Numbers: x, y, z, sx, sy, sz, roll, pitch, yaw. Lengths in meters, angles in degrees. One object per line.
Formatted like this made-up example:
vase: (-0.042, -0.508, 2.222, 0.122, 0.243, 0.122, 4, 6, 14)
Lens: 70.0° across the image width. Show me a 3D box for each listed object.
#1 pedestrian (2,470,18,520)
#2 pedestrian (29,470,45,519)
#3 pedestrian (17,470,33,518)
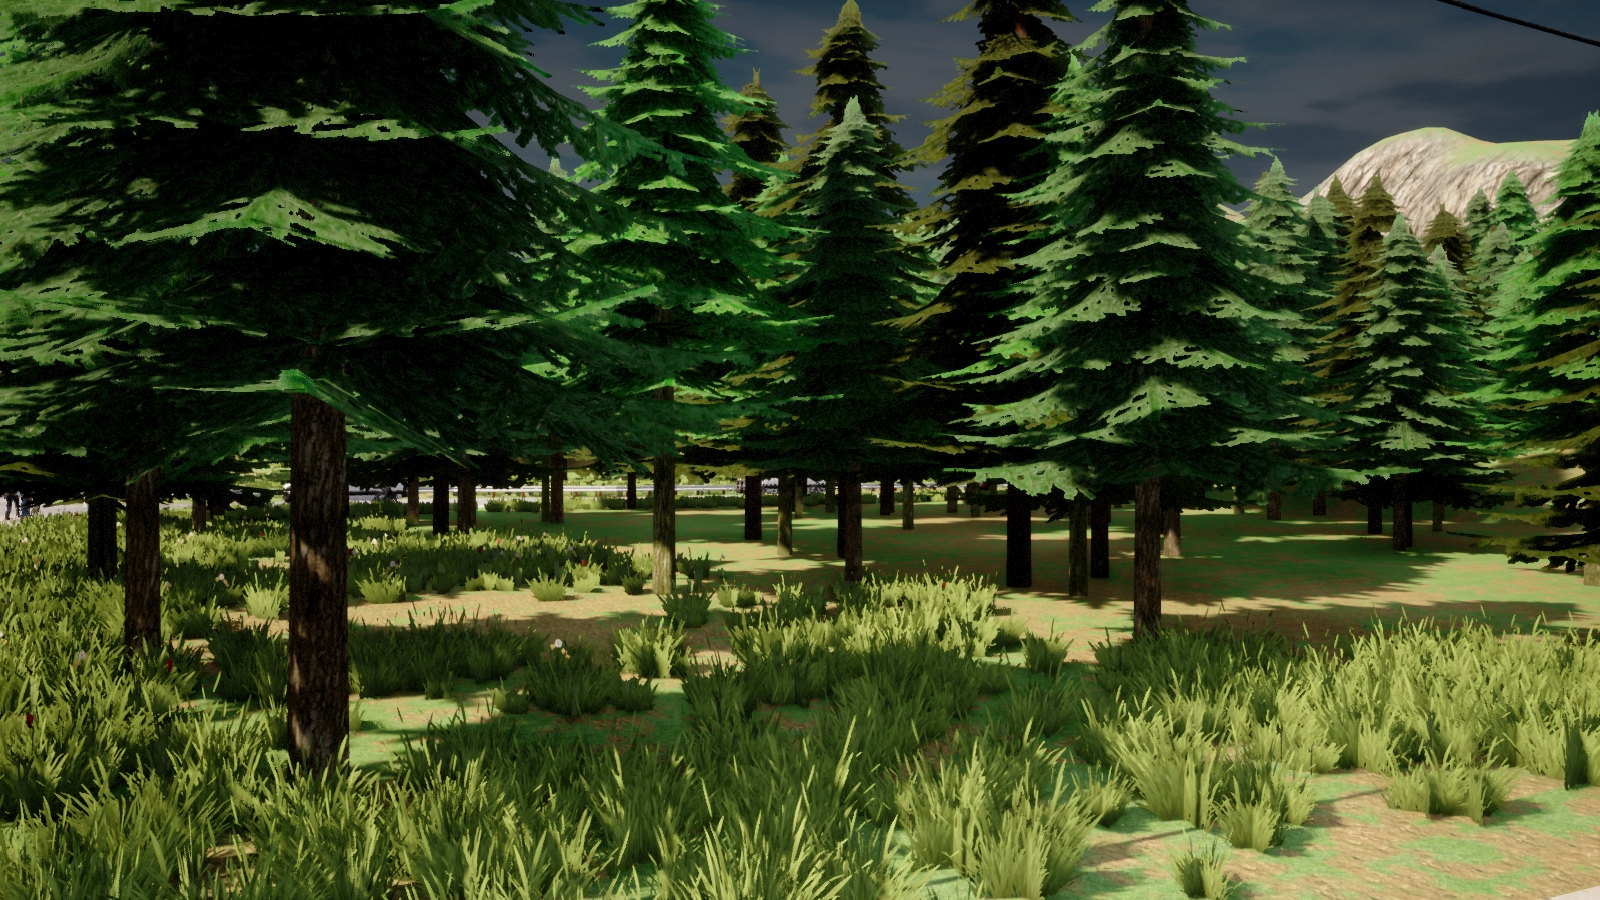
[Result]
pedestrian: (-29.650, 1.695, 42.890, 0.375, 1.860, 0.375, 0, 0, -5)
pedestrian: (-29.140, 1.694, 43.626, 0.375, 1.860, 0.375, 0, 0, -9)
pedestrian: (-29.850, 1.694, 44.018, 0.375, 1.860, 0.375, 0, 0, -10)
